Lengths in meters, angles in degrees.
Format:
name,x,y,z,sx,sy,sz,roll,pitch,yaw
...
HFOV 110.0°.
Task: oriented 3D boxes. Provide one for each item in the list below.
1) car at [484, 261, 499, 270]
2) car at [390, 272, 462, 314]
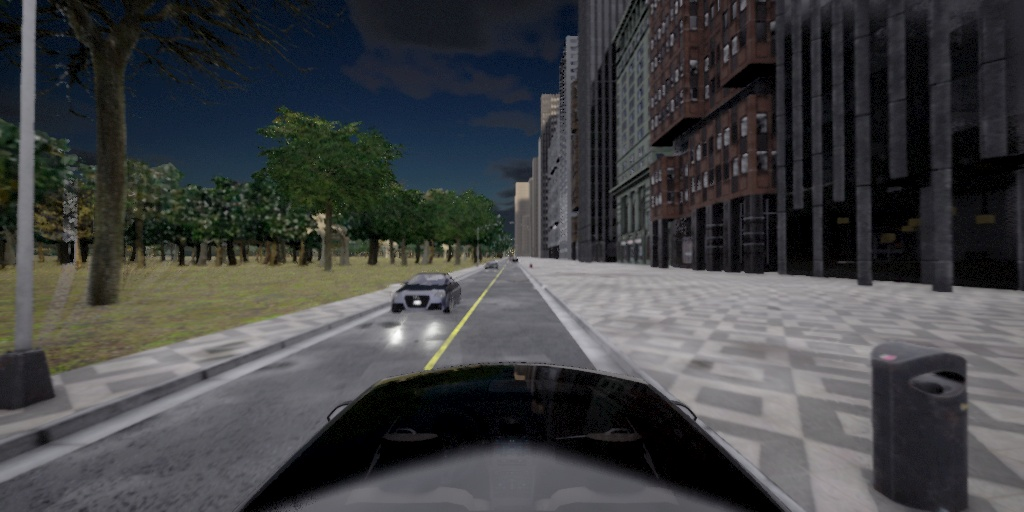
name,x,y,z,sx,sy,sz,roll,pitch,yaw
car,-3.063,1.424,54.553,1.994,1.385,4.181,0,0,0
car,-3.099,1.331,13.701,1.994,1.385,4.181,0,0,0
